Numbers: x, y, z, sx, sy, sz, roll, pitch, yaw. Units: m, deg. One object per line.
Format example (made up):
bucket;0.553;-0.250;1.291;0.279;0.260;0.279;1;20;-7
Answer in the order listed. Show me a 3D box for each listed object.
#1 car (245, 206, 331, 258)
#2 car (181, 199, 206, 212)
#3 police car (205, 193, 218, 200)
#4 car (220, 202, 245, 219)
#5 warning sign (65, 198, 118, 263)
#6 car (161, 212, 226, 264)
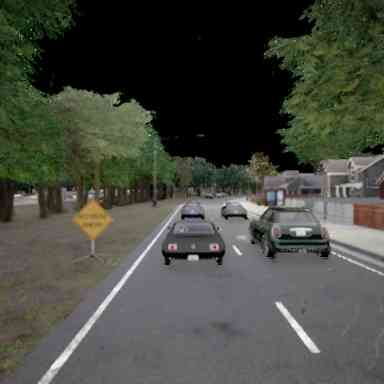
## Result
car;3.565;1.370;12.958;2.097;1.767;4.553;0;0;0
car;0.068;1.575;28.808;1.994;1.385;4.181;0;0;0
police car;4.804;1.176;89.629;1.930;1.638;5.238;0;0;16
car;3.568;1.575;28.840;1.994;1.385;4.181;0;0;0
warning sign;-3.046;1.133;10.252;1.300;1.860;1.060;0;0;0
car;0.059;1.618;11.833;1.895;1.301;4.718;0;0;0
